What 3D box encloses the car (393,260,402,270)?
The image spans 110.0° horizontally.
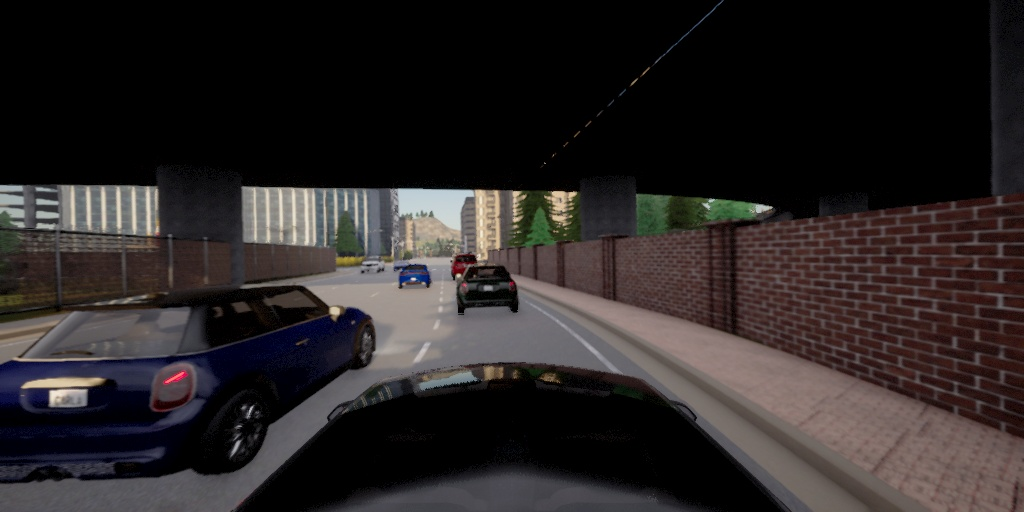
[{"bbox_3d":[-14.331,1.268,47.062,1.882,1.535,5.008,-1,0,-11],"label":"car"}]

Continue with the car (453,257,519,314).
[{"bbox_3d":[-1.071,1.055,13.817,2.097,1.767,4.553,-1,0,-8],"label":"car"}]

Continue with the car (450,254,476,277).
[{"bbox_3d":[-4.059,0.888,30.763,2.150,2.045,5.566,-1,0,-11],"label":"car"}]

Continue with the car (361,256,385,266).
[{"bbox_3d":[-17.645,1.080,45.684,2.150,2.045,5.566,-1,0,-11],"label":"car"}]

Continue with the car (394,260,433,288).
[{"bbox_3d":[-6.347,1.233,23.934,1.882,1.535,5.008,-1,0,-10],"label":"car"}]

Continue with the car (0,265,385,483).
[{"bbox_3d":[-3.627,1.159,5.030,2.097,1.767,4.553,-1,0,-1],"label":"car"}]
